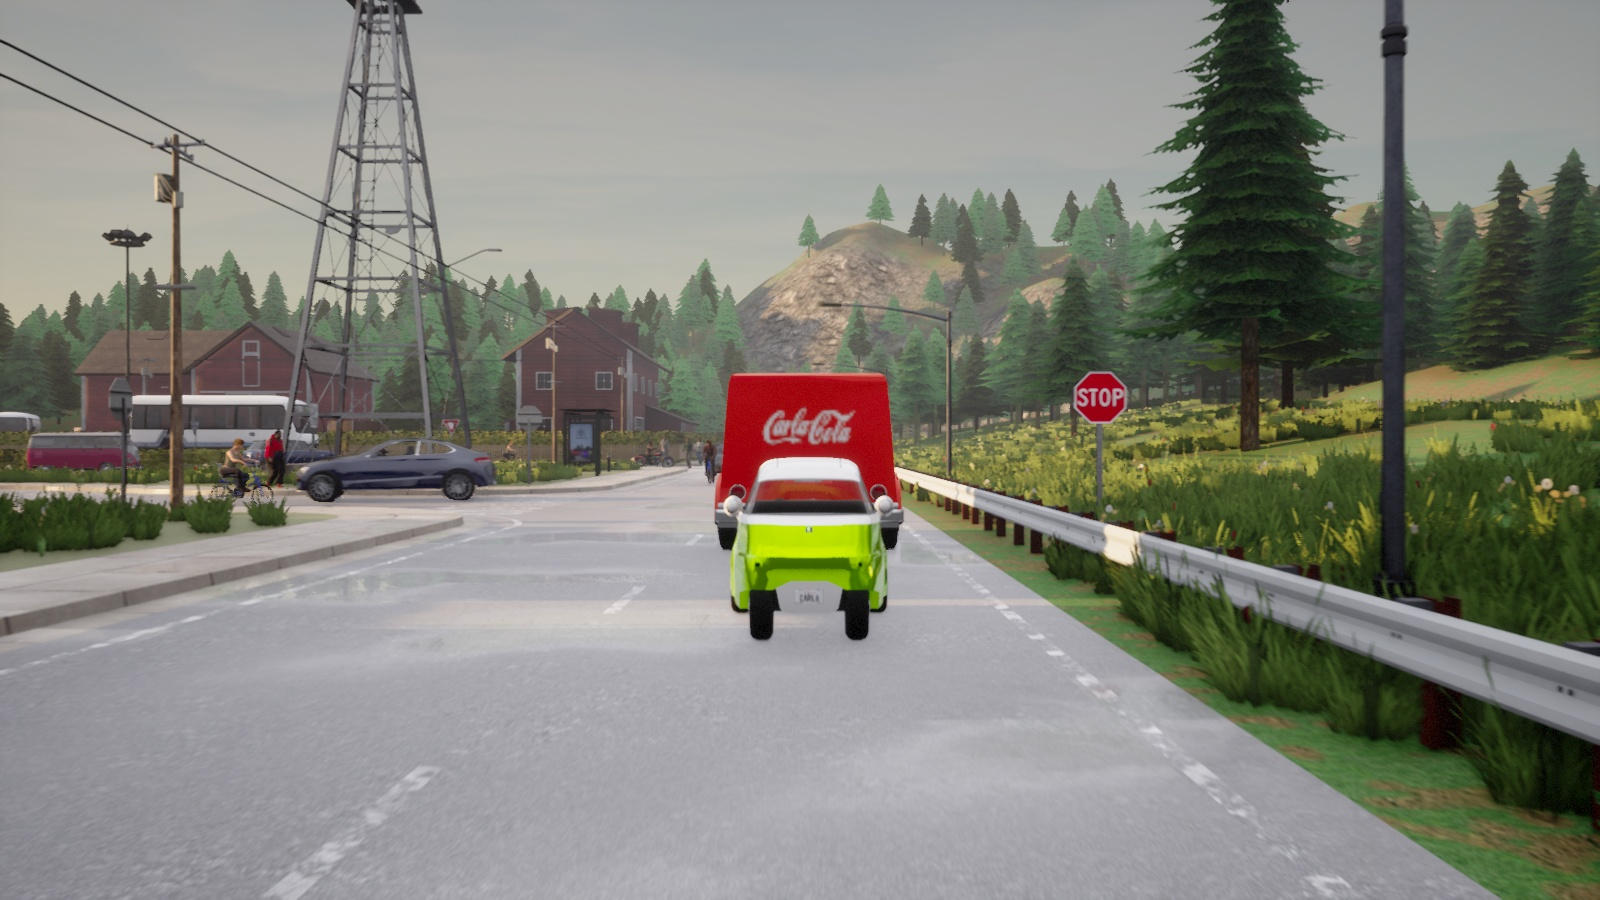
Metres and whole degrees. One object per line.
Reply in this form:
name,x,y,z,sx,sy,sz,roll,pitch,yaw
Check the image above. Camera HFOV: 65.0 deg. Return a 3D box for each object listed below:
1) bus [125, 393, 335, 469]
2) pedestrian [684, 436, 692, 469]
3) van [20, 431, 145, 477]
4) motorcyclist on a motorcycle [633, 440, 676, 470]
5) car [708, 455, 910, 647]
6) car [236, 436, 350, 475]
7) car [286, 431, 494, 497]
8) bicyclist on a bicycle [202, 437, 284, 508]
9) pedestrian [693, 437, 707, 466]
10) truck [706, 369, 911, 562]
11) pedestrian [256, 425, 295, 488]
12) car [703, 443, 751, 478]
bus,-32.535,-1.062,72.077,10.273,4.253,3.944,0,0,0
pedestrian,-6.294,0.136,70.605,0.353,1.847,0.614,0,0,10
van,-31.420,0.163,55.098,4.442,1.987,1.775,0,0,-7
motorcyclist on a motorcycle,-8.348,0.284,72.154,2.350,1.649,0.766,0,0,-2
car,0.073,0.743,10.312,1.481,1.376,2.207,0,1,0
car,-24.032,0.250,59.582,2.097,1.767,4.553,0,0,43
car,-10.601,0.331,32.859,5.027,1.651,2.152,0,0,-15
bicyclist on a bicycle,-12.951,0.508,29.219,1.509,1.612,0.866,0,1,0
pedestrian,-6.290,0.081,79.160,0.874,1.855,0.900,0,0,-4
truck,0.121,0.162,18.722,2.627,2.467,5.204,0,1,0
pedestrian,-15.498,0.180,37.114,0.899,1.844,0.634,0,0,25
car,-3.173,0.448,55.095,1.845,1.501,3.633,0,0,0
